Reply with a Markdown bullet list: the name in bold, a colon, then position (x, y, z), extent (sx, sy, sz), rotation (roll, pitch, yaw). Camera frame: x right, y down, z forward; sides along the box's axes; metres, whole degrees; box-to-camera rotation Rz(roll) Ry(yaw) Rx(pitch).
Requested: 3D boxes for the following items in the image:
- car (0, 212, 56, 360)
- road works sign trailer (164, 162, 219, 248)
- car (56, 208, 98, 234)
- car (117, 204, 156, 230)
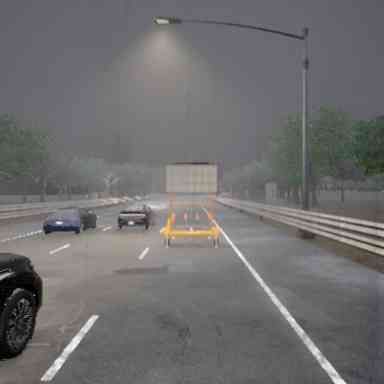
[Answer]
- **car**: position (-3.402, 1.226, 2.821), extent (2.150, 2.045, 5.566), rotation (0, 0, 0)
- **road works sign trailer**: position (-0.019, 0.485, 14.821), extent (2.380, 3.560, 2.880), rotation (0, 0, 0)
- **car**: position (-6.925, 1.590, 19.352), extent (1.994, 1.385, 4.181), rotation (0, 0, 0)
- **car**: position (-3.426, 1.520, 21.158), extent (2.128, 1.511, 4.902), rotation (0, 0, 0)
